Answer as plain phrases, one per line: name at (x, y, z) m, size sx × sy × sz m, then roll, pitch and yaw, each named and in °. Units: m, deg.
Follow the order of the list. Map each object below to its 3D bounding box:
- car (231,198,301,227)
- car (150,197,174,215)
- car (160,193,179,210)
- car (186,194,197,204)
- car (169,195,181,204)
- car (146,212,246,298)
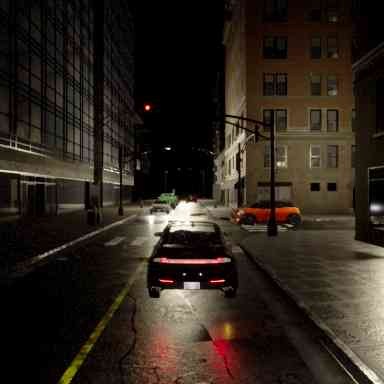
car at (4.885, 1.326, 22.442) m, size 4.553 × 1.767 × 2.097 m, roll 0°, pitch 0°, yaw -7°
car at (-3.195, 1.506, 34.279) m, size 1.812 × 1.442 × 4.674 m, roll 0°, pitch 0°, yaw 0°
car at (-3.203, 1.194, 43.732) m, size 2.150 × 2.045 × 5.566 m, roll 0°, pitch 0°, yaw 1°
car at (-0.089, 1.309, 64.867) m, size 2.097 × 1.767 × 4.553 m, roll 0°, pitch 0°, yaw 0°
car at (-3.243, 1.449, 64.008) m, size 2.128 × 1.511 × 4.902 m, roll 0°, pitch 0°, yaw 0°
car at (0.022, 1.490, 8.479) m, size 2.128 × 1.511 × 4.902 m, roll 0°, pitch 0°, yaw 1°
